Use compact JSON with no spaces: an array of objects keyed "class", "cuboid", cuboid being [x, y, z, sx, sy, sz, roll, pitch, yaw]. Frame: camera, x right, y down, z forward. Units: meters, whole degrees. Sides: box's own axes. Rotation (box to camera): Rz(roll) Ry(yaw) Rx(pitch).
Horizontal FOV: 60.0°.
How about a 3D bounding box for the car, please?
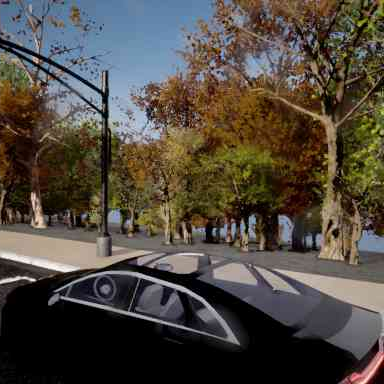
[{"class":"car","cuboid":[-0.408,1.491,3.985,4.902,1.511,2.128,0,0,36]}]
